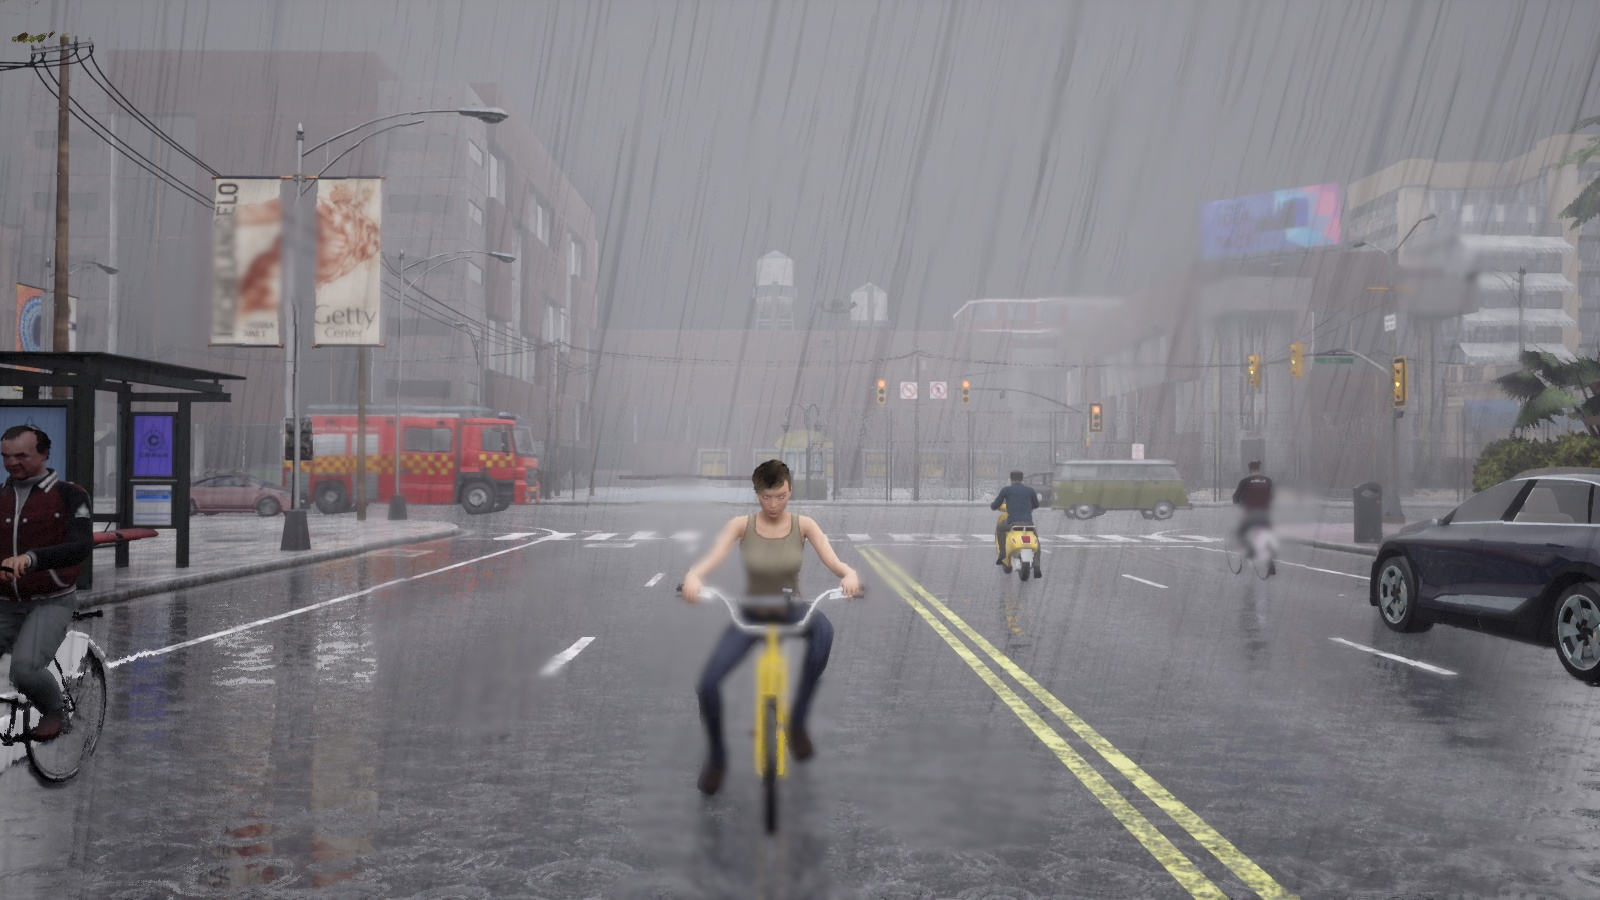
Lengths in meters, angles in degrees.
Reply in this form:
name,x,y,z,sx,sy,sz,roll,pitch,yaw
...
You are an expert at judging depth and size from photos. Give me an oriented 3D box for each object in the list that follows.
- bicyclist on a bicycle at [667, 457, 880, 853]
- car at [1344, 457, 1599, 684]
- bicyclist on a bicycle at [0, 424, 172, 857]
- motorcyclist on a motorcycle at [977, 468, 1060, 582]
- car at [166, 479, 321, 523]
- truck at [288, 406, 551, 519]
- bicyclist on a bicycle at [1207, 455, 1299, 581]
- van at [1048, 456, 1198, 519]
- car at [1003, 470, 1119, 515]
name,x,y,z,sx,sy,sz,roll,pitch,yaw
bicyclist on a bicycle,-0.120,0.850,5.896,0.866,1.612,1.509,0,-1,-1
car,6.807,0.900,10.864,2.033,1.649,4.856,0,-1,-1
bicyclist on a bicycle,-3.621,0.795,5.670,0.659,1.776,1.843,0,-1,-1
motorcyclist on a motorcycle,3.196,1.066,18.522,0.866,1.590,1.817,0,-1,-1
car,-18.111,1.638,41.008,4.181,1.385,1.994,0,-1,0
truck,-13.341,0.450,44.553,8.468,3.827,2.891,0,-1,0
bicyclist on a bicycle,6.694,0.971,18.659,0.659,1.776,1.843,0,-1,-1
van,10.537,1.215,41.166,4.442,1.987,1.775,0,-1,0
car,9.238,1.504,44.656,3.705,1.549,1.789,0,-1,0
